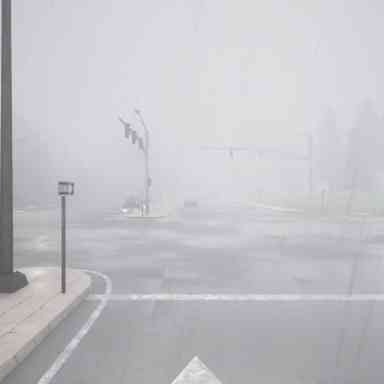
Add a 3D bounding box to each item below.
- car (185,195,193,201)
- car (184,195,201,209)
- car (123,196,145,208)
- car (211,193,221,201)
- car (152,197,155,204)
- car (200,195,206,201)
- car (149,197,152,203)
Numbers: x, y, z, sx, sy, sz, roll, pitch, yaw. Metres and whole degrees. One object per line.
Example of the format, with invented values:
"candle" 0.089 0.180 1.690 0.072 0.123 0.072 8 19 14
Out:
"car" -0.772 1.500 85.824 1.837 1.490 4.892 0 0 -1
"car" -0.135 1.525 44.781 1.812 1.442 4.674 0 0 -1
"car" -8.263 1.352 46.729 2.097 1.767 4.553 0 0 -1
"car" 6.227 1.225 85.894 2.150 2.045 5.566 0 0 -1
"car" -8.491 1.601 65.706 1.895 1.301 4.718 0 0 0
"car" 2.727 1.524 85.886 1.812 1.442 4.674 0 0 -1
"car" -8.391 1.505 55.763 1.837 1.490 4.892 0 0 -1
